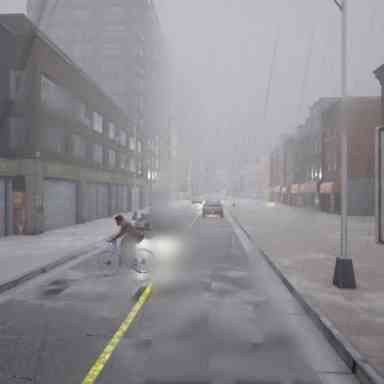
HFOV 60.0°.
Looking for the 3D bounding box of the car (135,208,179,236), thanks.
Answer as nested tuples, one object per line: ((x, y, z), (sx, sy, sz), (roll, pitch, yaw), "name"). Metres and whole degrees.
((-1.812, 1.565, 18.277), (1.994, 1.385, 4.181), (0, 0, 4), "car")

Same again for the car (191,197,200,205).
((0.852, 1.602, 60.557), (2.033, 1.411, 5.357), (0, 0, 4), "car")

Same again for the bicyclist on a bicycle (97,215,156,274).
((-1.799, 1.453, 9.056), (1.656, 1.620, 0.582), (-2, 0, 4), "bicyclist on a bicycle")

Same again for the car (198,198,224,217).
((1.927, 1.499, 30.868), (2.128, 1.511, 4.902), (0, 0, 4), "car")

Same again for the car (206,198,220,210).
((2.717, 1.543, 43.554), (1.812, 1.442, 4.674), (0, 0, 3), "car")
